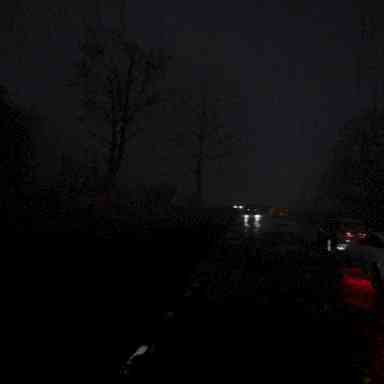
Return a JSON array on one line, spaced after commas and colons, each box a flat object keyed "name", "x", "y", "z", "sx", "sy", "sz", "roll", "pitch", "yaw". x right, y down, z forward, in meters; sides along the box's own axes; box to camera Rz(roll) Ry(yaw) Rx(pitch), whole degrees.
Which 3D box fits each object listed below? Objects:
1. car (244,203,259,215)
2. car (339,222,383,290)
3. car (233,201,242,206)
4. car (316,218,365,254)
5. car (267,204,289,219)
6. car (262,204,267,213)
[{"name": "car", "x": 8.473, "y": 2.391, "z": 47.575, "sx": 1.837, "sy": 1.490, "sz": 4.892, "roll": 3, "pitch": -1, "yaw": 8}, {"name": "car", "x": 5.949, "y": 1.907, "z": 9.823, "sx": 1.812, "sy": 1.442, "sz": 4.674, "roll": 3, "pitch": -1, "yaw": 12}, {"name": "car", "x": 12.368, "y": 3.154, "z": 90.608, "sx": 1.895, "sy": 1.301, "sz": 4.718, "roll": 3, "pitch": -1, "yaw": 3}, {"name": "car", "x": 7.167, "y": 2.003, "z": 15.727, "sx": 1.837, "sy": 1.490, "sz": 4.892, "roll": 3, "pitch": -1, "yaw": 11}, {"name": "car", "x": 10.619, "y": 2.390, "z": 40.525, "sx": 1.882, "sy": 1.535, "sz": 5.008, "roll": 3, "pitch": 0, "yaw": 9}, {"name": "car", "x": 12.425, "y": 2.665, "z": 54.097, "sx": 1.812, "sy": 1.442, "sz": 4.674, "roll": 3, "pitch": -1, "yaw": 7}]
